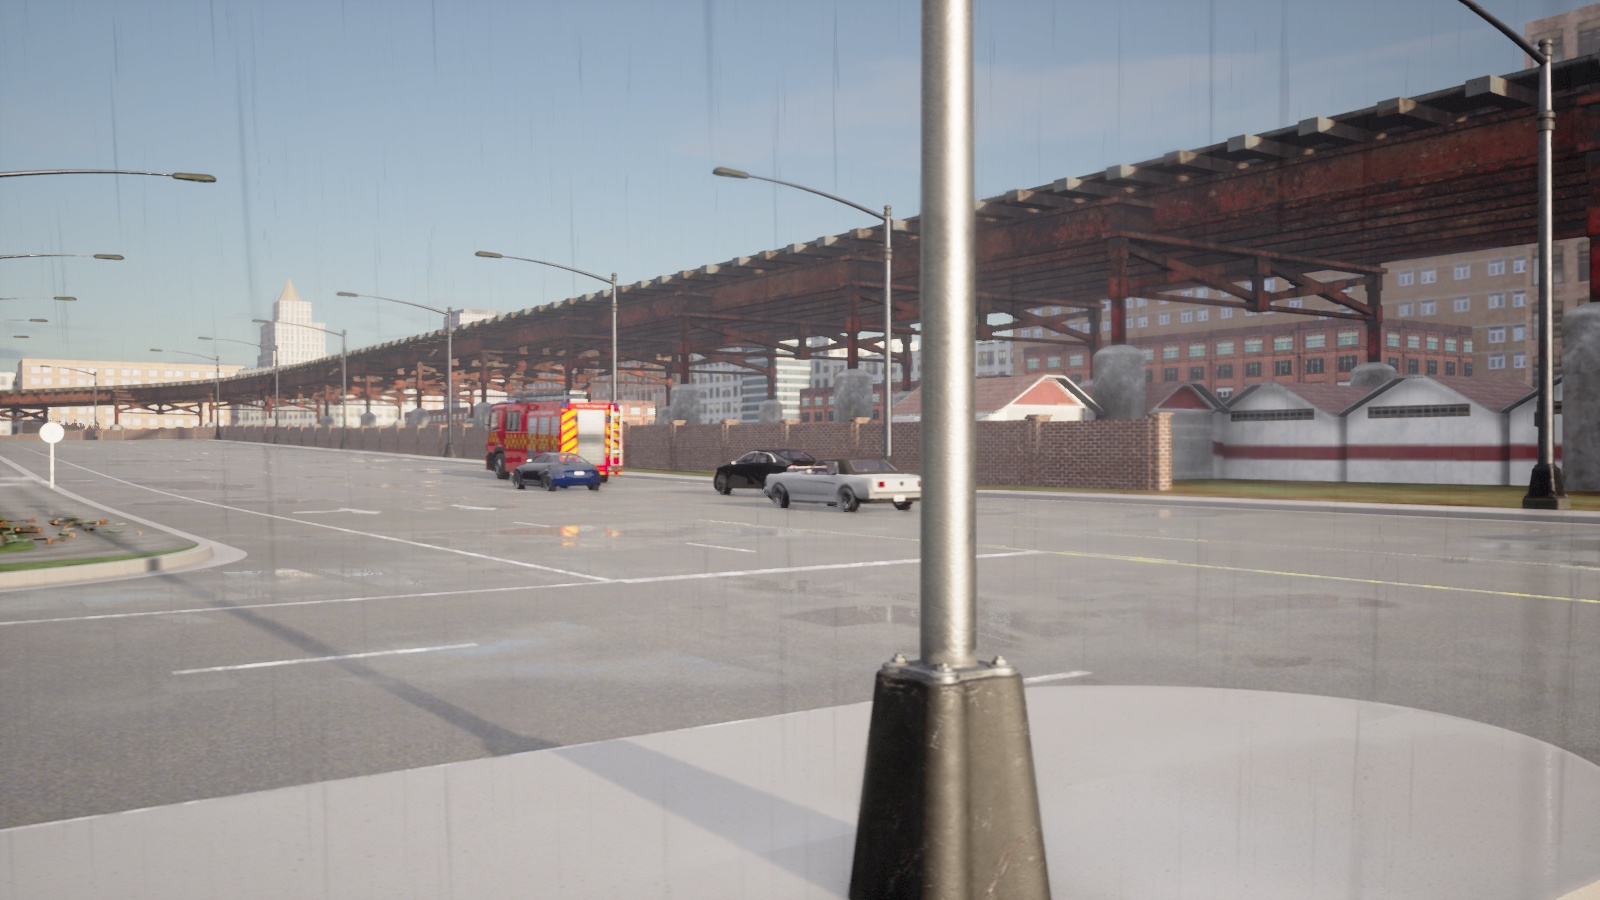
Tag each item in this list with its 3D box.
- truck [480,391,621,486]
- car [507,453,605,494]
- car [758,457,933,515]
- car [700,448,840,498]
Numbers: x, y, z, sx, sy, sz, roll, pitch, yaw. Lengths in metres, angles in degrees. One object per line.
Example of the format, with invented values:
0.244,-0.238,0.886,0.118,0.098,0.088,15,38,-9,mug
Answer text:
-11.016,-0.515,54.740,2.891,3.827,8.468,0,1,-35,truck
-8.891,0.804,45.514,1.994,1.385,4.181,0,0,-35,car
1.025,0.831,31.155,1.895,1.301,4.718,0,0,-35,car
-1.035,0.694,40.296,2.128,1.511,4.902,0,0,-35,car
